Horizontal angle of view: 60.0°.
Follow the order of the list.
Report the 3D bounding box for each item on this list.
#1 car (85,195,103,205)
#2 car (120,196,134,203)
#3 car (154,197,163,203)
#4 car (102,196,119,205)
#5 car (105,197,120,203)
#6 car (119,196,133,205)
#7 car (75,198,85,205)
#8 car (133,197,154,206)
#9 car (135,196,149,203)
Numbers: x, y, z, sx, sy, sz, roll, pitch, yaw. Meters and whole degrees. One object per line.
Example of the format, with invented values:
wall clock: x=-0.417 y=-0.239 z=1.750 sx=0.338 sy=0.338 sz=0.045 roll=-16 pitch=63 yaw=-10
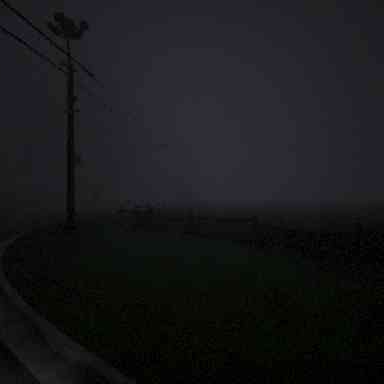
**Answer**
car: x=-19.353 y=1.874 z=67.461 sx=1.812 sy=1.442 sz=4.674 roll=0 pitch=0 yaw=5
car: x=-14.923 y=1.701 z=76.991 sx=1.882 sy=1.535 sz=5.008 roll=0 pitch=0 yaw=5
car: x=-7.916 y=1.860 z=76.716 sx=1.837 sy=1.490 sz=4.892 roll=0 pitch=0 yaw=5
car: x=-15.877 y=1.915 z=67.033 sx=1.994 sy=1.385 sz=4.181 roll=0 pitch=0 yaw=5
car: x=-18.406 y=1.791 z=77.325 sx=1.994 sy=1.385 sz=4.181 roll=0 pitch=0 yaw=5
car: x=-12.434 y=1.839 z=66.284 sx=1.837 sy=1.490 sz=4.892 roll=0 pitch=0 yaw=5
car: x=-22.885 y=1.913 z=67.287 sx=2.033 sy=1.411 sz=5.357 roll=0 pitch=0 yaw=5
car: x=-9.135 y=1.832 z=62.977 sx=1.812 sy=1.442 sz=4.674 roll=0 pitch=0 yaw=5
car: x=-11.439 y=1.747 z=76.657 sx=2.033 sy=1.411 sz=5.357 roll=0 pitch=0 yaw=5
